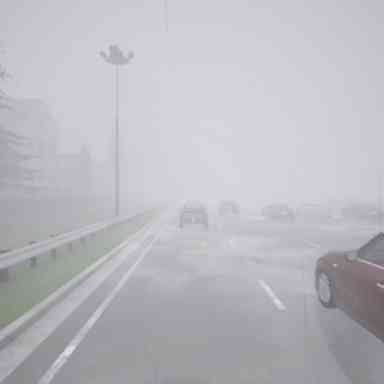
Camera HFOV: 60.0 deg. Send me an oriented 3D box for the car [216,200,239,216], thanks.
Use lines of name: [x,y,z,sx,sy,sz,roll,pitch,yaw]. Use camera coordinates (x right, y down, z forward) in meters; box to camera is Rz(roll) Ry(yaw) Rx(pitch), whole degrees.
car: [3.604,1.546,33.683,1.837,1.490,4.892,0,0,0]

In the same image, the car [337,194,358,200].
car: [22.924,1.272,50.024,3.866,1.878,1.905,0,0,0]

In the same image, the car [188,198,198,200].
car: [0.102,1.535,47.979,1.882,1.535,5.008,0,0,0]

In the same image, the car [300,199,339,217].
car: [10.605,1.560,28.868,1.812,1.442,4.674,0,0,0]

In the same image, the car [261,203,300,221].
car: [7.101,1.597,27.733,1.994,1.385,4.181,0,0,0]

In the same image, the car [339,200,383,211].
car: [14.103,1.597,27.821,1.994,1.385,4.181,0,0,0]

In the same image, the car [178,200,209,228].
car: [0.099,1.519,22.502,2.128,1.511,4.902,0,0,0]

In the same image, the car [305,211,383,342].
car: [3.599,1.358,5.079,2.097,1.767,4.553,0,0,0]
